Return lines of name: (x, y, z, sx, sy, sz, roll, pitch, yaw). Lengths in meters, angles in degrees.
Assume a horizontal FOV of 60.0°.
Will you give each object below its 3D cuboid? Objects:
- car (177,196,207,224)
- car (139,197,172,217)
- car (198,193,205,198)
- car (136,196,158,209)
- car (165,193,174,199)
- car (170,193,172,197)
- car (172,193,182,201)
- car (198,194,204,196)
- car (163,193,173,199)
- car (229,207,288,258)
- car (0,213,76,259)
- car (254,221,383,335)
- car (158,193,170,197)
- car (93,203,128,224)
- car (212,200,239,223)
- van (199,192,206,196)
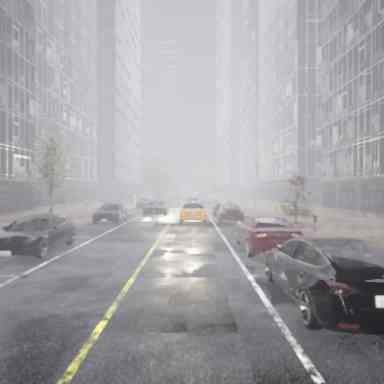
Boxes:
car: (0.085, 1.324, 23.611, 1.801, 1.575, 5.366, 0, 0, 0)
car: (-3.118, 1.399, 29.083, 1.994, 1.385, 4.181, 0, 0, 0)
car: (2.630, 0.956, 92.032, 2.008, 1.369, 4.403, 0, 0, 0)
car: (-5.719, 1.309, 40.799, 1.887, 1.381, 4.507, 0, 0, 0)
car: (-5.747, 1.001, 86.338, 2.008, 1.369, 4.403, 0, 0, 0)
car: (-5.737, 1.013, 69.260, 1.967, 1.590, 4.097, 0, 0, 0)
car: (-3.047, 1.099, 70.561, 2.033, 1.411, 5.357, 0, 0, 0)
car: (0.073, 1.309, 41.337, 2.033, 1.411, 5.357, 0, 0, 0)
car: (-5.743, 1.044, 80.646, 2.008, 1.369, 4.403, 0, 0, 0)
car: (2.679, 1.477, 12.335, 1.887, 1.381, 4.507, 0, 0, 0)
car: (-5.701, 1.498, 12.339, 1.947, 1.339, 4.313, 0, 0, 0)
car: (2.683, 1.529, 6.643, 1.947, 1.339, 4.313, 0, 0, 0)
car: (-5.733, 1.053, 63.568, 1.967, 1.590, 4.097, 0, 0, 0)
car: (-5.708, 1.433, 23.723, 1.947, 1.339, 4.313, 0, 0, 0)
car: (2.672, 1.449, 23.720, 1.802, 1.307, 4.206, 0, 0, 0)
van: (2.637, 0.834, 80.645, 1.690, 1.788, 3.998, 0, 0, 0)
